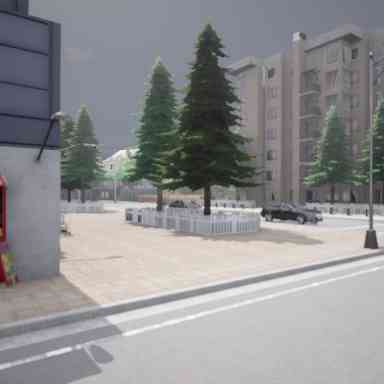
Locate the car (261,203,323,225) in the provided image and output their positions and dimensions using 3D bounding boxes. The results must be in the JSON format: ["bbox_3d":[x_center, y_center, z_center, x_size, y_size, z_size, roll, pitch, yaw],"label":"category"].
[{"bbox_3d":[7.435,1.577,25.055,2.128,1.511,4.902,0,0,-35],"label":"car"}]

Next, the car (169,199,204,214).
[{"bbox_3d":[-0.665,1.591,36.278,1.837,1.490,4.892,0,0,-36],"label":"car"}]
